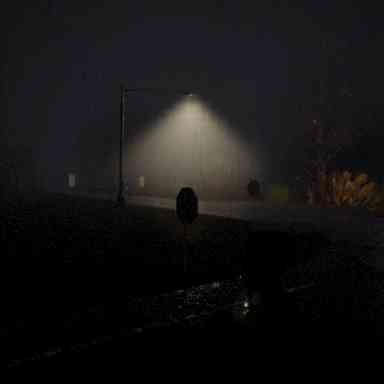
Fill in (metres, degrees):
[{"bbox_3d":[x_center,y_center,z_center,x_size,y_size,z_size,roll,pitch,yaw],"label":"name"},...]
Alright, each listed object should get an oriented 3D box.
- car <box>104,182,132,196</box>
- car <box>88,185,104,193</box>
[{"bbox_3d":[-11.193,-0.495,51.549,2.150,2.045,5.566,0,2,-35],"label":"car"},{"bbox_3d":[-17.209,-0.574,60.034,1.882,1.535,5.008,0,2,-35],"label":"car"}]
